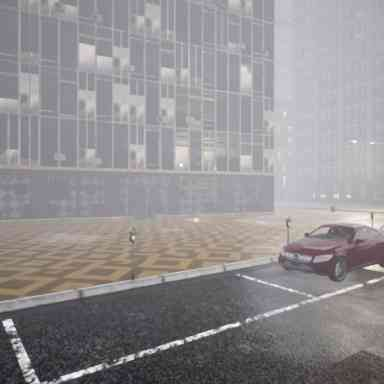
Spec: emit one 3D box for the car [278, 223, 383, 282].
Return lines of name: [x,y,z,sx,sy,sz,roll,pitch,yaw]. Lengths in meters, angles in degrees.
car: [4.326,1.577,9.658,4.206,1.307,1.802,0,0,-36]
